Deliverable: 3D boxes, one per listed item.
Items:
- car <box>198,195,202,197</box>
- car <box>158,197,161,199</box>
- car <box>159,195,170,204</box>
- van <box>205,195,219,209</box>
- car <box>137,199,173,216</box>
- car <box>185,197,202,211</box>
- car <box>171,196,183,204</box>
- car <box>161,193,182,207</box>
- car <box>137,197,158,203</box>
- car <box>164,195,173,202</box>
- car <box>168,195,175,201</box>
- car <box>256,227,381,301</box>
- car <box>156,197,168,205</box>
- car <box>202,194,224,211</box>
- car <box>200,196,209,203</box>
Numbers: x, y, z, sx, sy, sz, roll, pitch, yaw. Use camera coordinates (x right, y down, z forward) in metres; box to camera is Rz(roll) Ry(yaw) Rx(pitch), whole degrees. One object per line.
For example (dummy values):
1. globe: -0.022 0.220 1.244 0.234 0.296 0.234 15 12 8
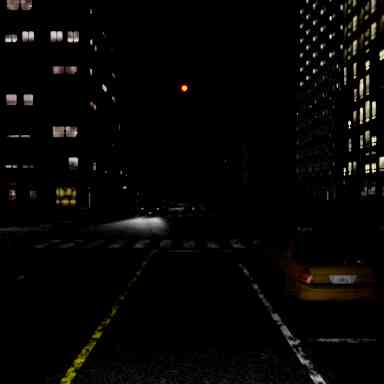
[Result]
1. car: 2.773 1.356 62.596 2.192 1.841 5.009 0 0 0
2. car: -5.613 1.583 57.081 2.008 1.369 4.403 0 0 0
3. car: -5.599 1.490 68.135 1.967 1.590 4.097 0 0 0
4. van: 2.750 1.359 46.016 1.690 1.788 3.998 0 0 0
5. car: -3.515 1.609 32.358 1.895 1.301 4.718 0 0 7
6. car: 0.158 1.614 40.827 1.895 1.301 4.718 0 0 0
7. car: -2.926 1.595 66.253 2.033 1.411 5.357 0 0 1
8. car: -3.043 1.245 50.812 2.150 2.045 5.566 0 0 -1
9. car: -5.636 1.564 40.502 2.008 1.369 4.403 0 0 0
10. car: -5.583 1.509 79.188 1.967 1.590 4.097 0 0 0
11. car: -5.567 1.616 90.072 1.752 1.417 4.829 0 0 0
12. car: 2.698 1.525 8.247 1.752 1.417 4.829 0 0 0
13. car: -5.606 1.586 62.607 1.887 1.381 4.507 0 0 0
14. car: 2.742 1.328 40.490 2.192 1.841 5.009 0 0 0
15. car: 2.790 1.604 73.650 1.887 1.381 4.507 0 0 0
